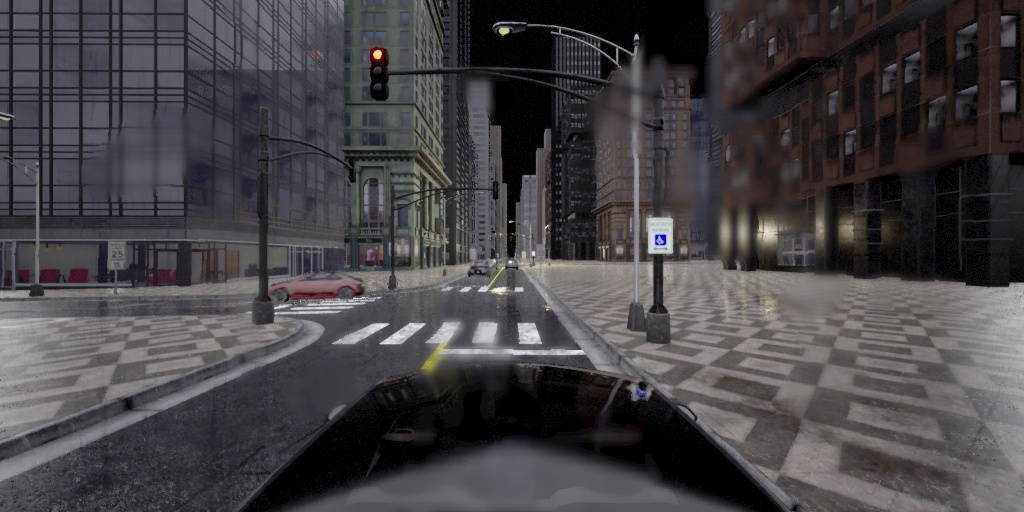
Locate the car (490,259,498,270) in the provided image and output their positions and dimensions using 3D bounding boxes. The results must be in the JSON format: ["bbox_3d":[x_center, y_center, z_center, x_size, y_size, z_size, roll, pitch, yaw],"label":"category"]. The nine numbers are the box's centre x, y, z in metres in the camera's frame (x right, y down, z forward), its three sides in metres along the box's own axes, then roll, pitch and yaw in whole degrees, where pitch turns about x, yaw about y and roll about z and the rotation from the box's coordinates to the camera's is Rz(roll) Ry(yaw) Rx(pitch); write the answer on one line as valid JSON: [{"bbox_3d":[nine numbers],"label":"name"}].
[{"bbox_3d":[-3.075,1.255,52.753,2.128,1.511,4.902,0,0,0],"label":"car"}]

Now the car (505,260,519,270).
[{"bbox_3d":[-0.020,1.326,53.416,1.994,1.385,4.181,0,0,0],"label":"car"}]

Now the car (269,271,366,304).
[{"bbox_3d":[-9.225,1.428,17.133,4.181,1.385,1.994,-1,0,-12],"label":"car"}]

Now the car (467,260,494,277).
[{"bbox_3d":[-3.111,1.315,34.726,1.994,1.385,4.181,0,0,0],"label":"car"}]
